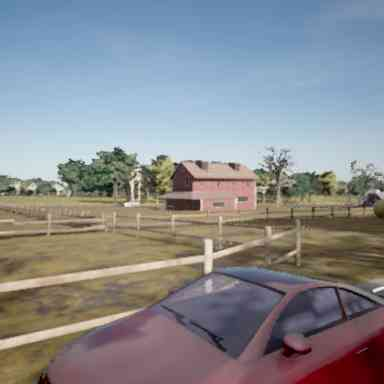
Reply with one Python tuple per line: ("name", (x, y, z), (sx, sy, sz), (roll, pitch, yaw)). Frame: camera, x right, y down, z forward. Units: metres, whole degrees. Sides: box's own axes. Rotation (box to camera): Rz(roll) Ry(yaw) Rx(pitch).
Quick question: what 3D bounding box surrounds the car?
("car", (0.641, 1.568, 3.527), (4.181, 1.385, 1.994), (0, 0, -35))
